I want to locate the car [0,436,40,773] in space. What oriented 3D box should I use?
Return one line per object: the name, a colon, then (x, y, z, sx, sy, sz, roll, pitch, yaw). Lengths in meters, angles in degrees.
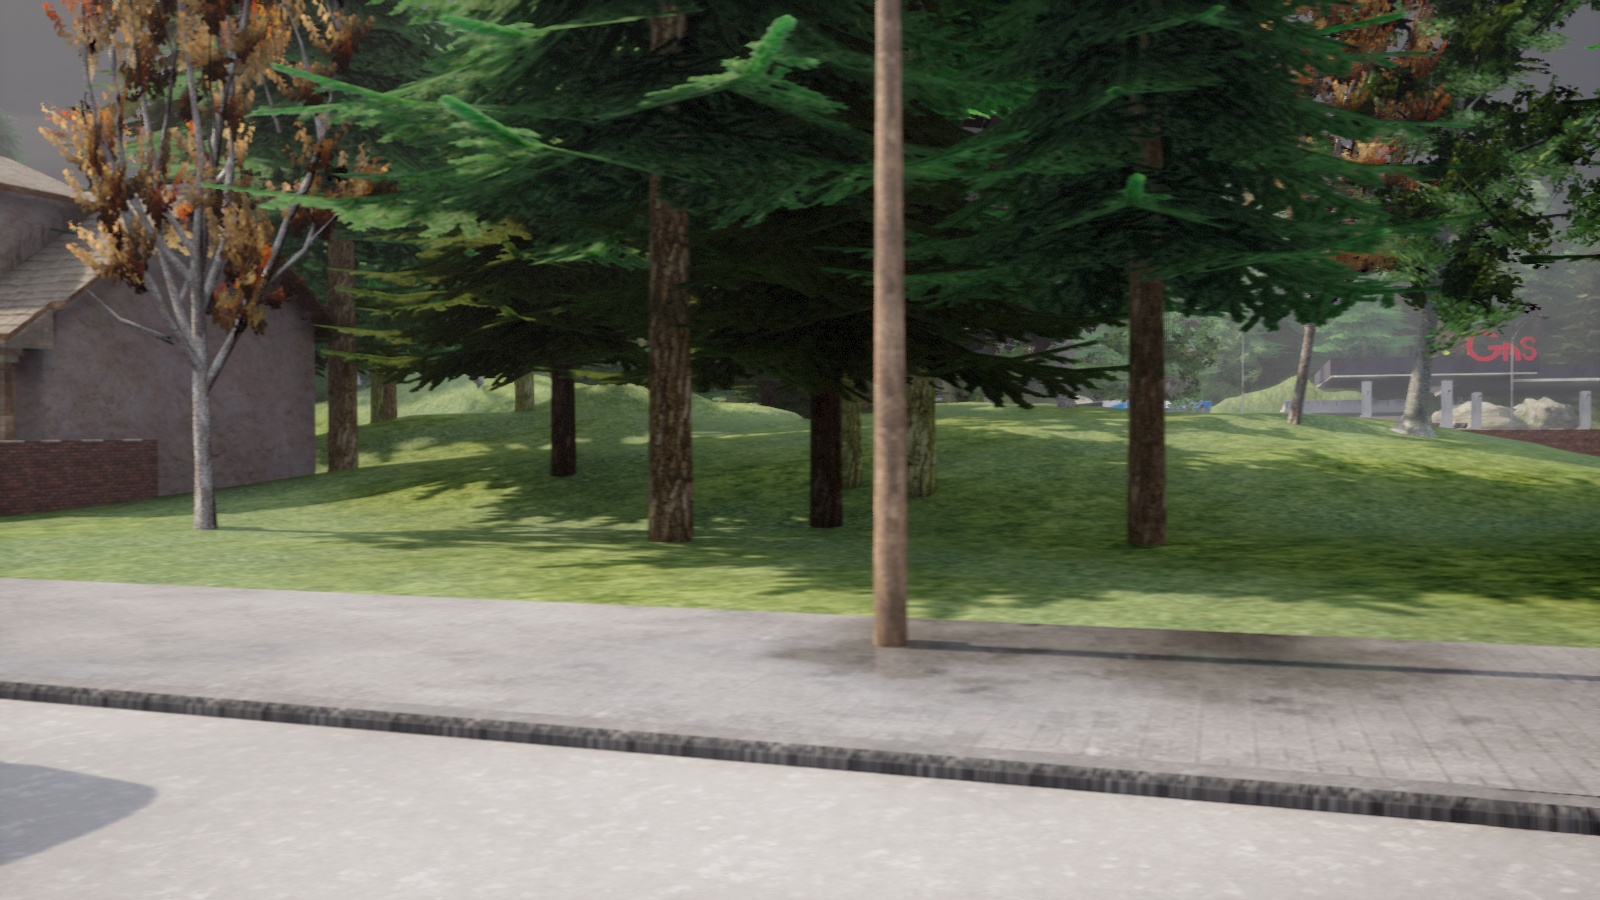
car: (-6.261, 0.698, 5.826, 5.008, 1.535, 1.882, 0, 1, 19)
